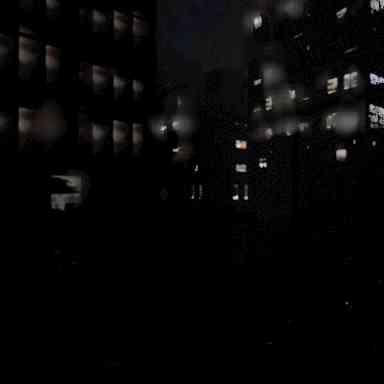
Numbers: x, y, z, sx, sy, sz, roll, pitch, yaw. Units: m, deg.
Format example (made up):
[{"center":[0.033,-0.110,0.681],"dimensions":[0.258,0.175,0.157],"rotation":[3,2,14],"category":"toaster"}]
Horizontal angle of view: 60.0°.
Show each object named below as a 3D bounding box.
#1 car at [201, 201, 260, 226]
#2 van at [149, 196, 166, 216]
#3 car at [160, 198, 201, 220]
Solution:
[{"center":[2.783,1.557,23.006],"dimensions":[1.802,1.307,4.206],"rotation":[1,0,-36],"category":"car"},{"center":[-3.814,1.297,32.214],"dimensions":[1.690,1.788,3.998],"rotation":[1,0,-36],"category":"van"},{"center":[-0.416,1.490,27.471],"dimensions":[1.752,1.417,4.829],"rotation":[1,0,-36],"category":"car"}]
